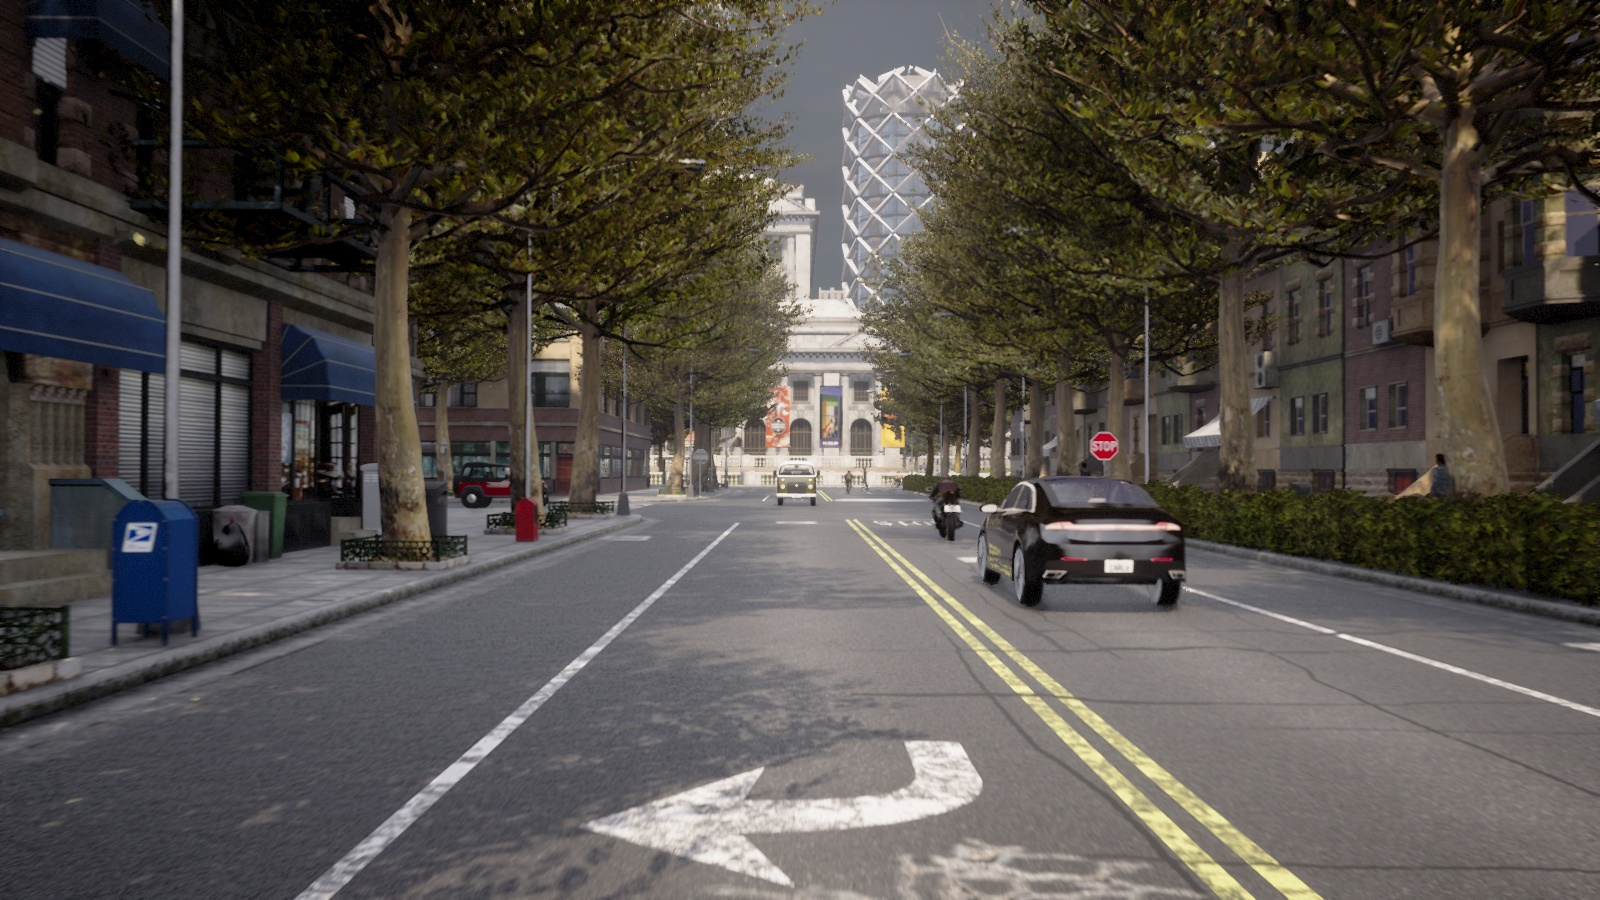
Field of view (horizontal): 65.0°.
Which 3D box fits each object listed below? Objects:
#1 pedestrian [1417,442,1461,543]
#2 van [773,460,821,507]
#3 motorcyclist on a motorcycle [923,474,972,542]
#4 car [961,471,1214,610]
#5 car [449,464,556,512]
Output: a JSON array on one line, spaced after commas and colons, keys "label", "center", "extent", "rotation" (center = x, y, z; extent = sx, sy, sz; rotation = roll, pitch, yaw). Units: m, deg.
[{"label": "pedestrian", "center": [12.569, 0.835, 24.708], "extent": [0.423, 1.949, 0.788], "rotation": [0, -1, -1]}, {"label": "van", "center": [-0.140, 1.492, 56.959], "extent": [2.069, 2.038, 4.480], "rotation": [0, -1, 0]}, {"label": "motorcyclist on a motorcycle", "center": [3.428, 1.328, 29.415], "extent": [0.866, 1.530, 2.191], "rotation": [0, -1, 0]}, {"label": "car", "center": [3.460, 1.028, 16.199], "extent": [2.128, 1.511, 4.902], "rotation": [0, -1, 0]}, {"label": "car", "center": [-11.971, 1.507, 50.695], "extent": [3.866, 1.878, 1.905], "rotation": [0, -1, -1]}]
